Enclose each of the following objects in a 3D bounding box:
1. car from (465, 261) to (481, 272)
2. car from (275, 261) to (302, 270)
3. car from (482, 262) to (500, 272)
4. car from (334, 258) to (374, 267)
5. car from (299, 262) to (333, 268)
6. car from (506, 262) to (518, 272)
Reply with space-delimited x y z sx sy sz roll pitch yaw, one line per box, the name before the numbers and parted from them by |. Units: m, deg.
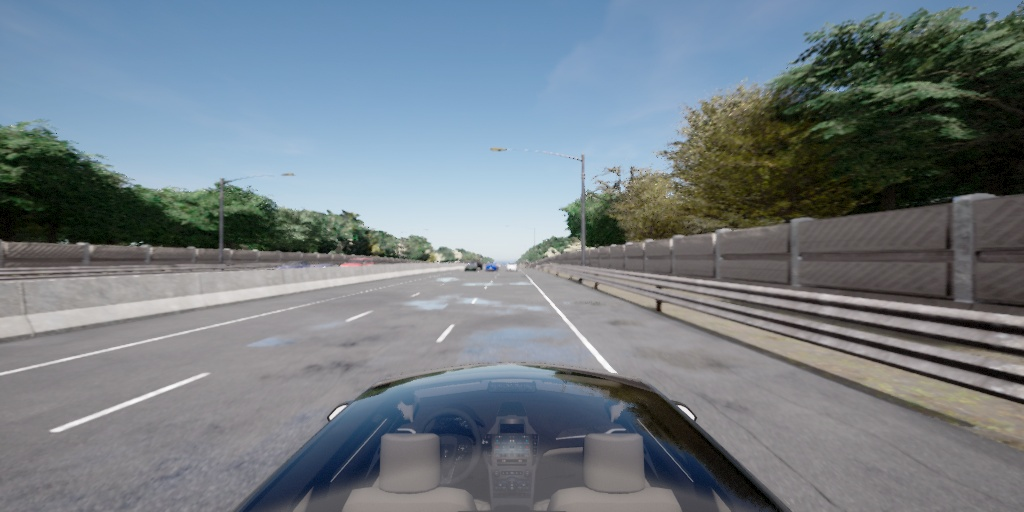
car | -7.028 1.977 62.047 1.994 1.385 4.181 0 -1 0
car | -24.581 1.402 40.511 2.097 1.767 4.553 0 -1 0
car | -3.528 1.883 61.634 1.882 1.535 5.008 0 -1 0
car | -17.582 1.279 41.026 2.150 2.045 5.566 0 -1 0
car | -21.081 1.596 40.364 2.033 1.411 5.357 0 -1 0
car | -0.028 1.940 62.051 1.812 1.442 4.674 0 -1 0
